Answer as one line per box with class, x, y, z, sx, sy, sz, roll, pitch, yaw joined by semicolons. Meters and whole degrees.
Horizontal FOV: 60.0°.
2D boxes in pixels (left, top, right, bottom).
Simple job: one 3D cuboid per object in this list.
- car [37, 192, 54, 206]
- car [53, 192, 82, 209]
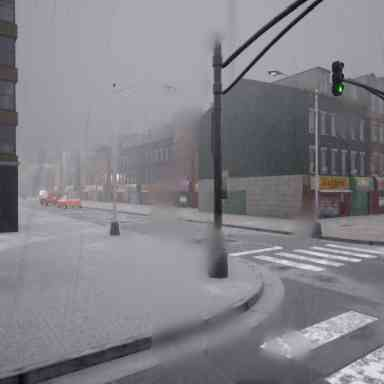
car;-21.631;1.046;50.922;2.150;2.045;5.566;0;0;-36
car;-15.891;1.207;42.983;2.097;1.767;4.553;0;0;-36
